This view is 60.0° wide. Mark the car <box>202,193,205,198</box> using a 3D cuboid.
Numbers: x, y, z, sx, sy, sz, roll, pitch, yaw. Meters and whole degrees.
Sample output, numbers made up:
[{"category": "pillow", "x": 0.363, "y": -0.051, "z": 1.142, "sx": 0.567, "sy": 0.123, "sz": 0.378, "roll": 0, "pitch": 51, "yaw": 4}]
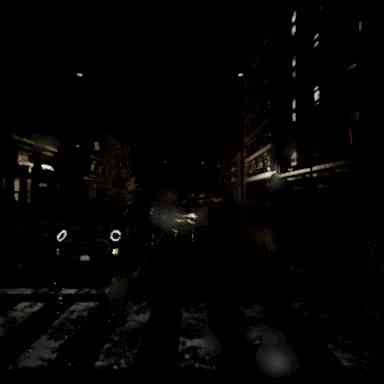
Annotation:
[{"category": "car", "x": 2.715, "y": 0.872, "z": 89.456, "sx": 1.752, "sy": 1.417, "sz": 4.829, "roll": 1, "pitch": 0, "yaw": 0}]

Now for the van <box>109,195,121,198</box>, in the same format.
[{"category": "van", "x": -5.669, "y": 1.144, "z": 26.673, "sx": 1.690, "sy": 1.788, "sz": 3.998, "roll": 1, "pitch": 0, "yaw": 0}]

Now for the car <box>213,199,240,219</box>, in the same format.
[{"category": "car", "x": 2.709, "y": 1.242, "z": 26.733, "sx": 1.967, "sy": 1.590, "sz": 4.097, "roll": 1, "pitch": 0, "yaw": 0}]

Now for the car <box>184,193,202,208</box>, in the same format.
[{"category": "car", "x": 0.006, "y": 1.161, "z": 42.974, "sx": 1.882, "sy": 1.535, "sz": 5.008, "roll": 0, "pitch": 0, "yaw": 0}]

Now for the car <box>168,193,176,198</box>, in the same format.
[{"category": "car", "x": -5.664, "y": 0.875, "z": 94.914, "sx": 1.947, "sy": 1.339, "sz": 4.313, "roll": 1, "pitch": 0, "yaw": 0}]

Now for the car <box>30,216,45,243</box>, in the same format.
[{"category": "car", "x": -5.751, "y": 1.431, "z": 15.306, "sx": 1.887, "sy": 1.381, "sz": 4.507, "roll": 1, "pitch": 0, "yaw": 0}]

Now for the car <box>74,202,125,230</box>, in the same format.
[{"category": "car", "x": -5.674, "y": 1.389, "z": 20.987, "sx": 1.887, "sy": 1.381, "sz": 4.507, "roll": 1, "pitch": 0, "yaw": 0}]

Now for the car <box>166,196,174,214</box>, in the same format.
[{"category": "car", "x": -3.074, "y": 1.367, "z": 31.642, "sx": 1.895, "sy": 1.301, "sz": 4.718, "roll": 0, "pitch": 0, "yaw": 0}]

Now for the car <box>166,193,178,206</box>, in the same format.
[{"category": "car", "x": -3.000, "y": 1.255, "z": 46.963, "sx": 1.895, "sy": 1.301, "sz": 4.718, "roll": 0, "pitch": 0, "yaw": 0}]

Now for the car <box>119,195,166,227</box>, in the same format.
[{"category": "car", "x": -3.084, "y": 1.192, "z": 21.546, "sx": 2.097, "sy": 1.767, "sz": 4.553, "roll": 0, "pitch": 0, "yaw": 0}]

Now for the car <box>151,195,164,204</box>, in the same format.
[{"category": "car", "x": -5.670, "y": 1.177, "z": 55.108, "sx": 1.802, "sy": 1.307, "sz": 4.206, "roll": 1, "pitch": 0, "yaw": 0}]

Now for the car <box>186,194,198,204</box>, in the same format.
[{"category": "car", "x": 0.007, "y": 1.085, "z": 53.398, "sx": 1.882, "sy": 1.535, "sz": 5.008, "roll": 0, "pitch": 0, "yaw": 0}]

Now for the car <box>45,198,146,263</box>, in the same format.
[{"category": "car", "x": -3.060, "y": 1.265, "z": 11.648, "sx": 2.097, "sy": 1.767, "sz": 4.553, "roll": 0, "pitch": 0, "yaw": -1}]
